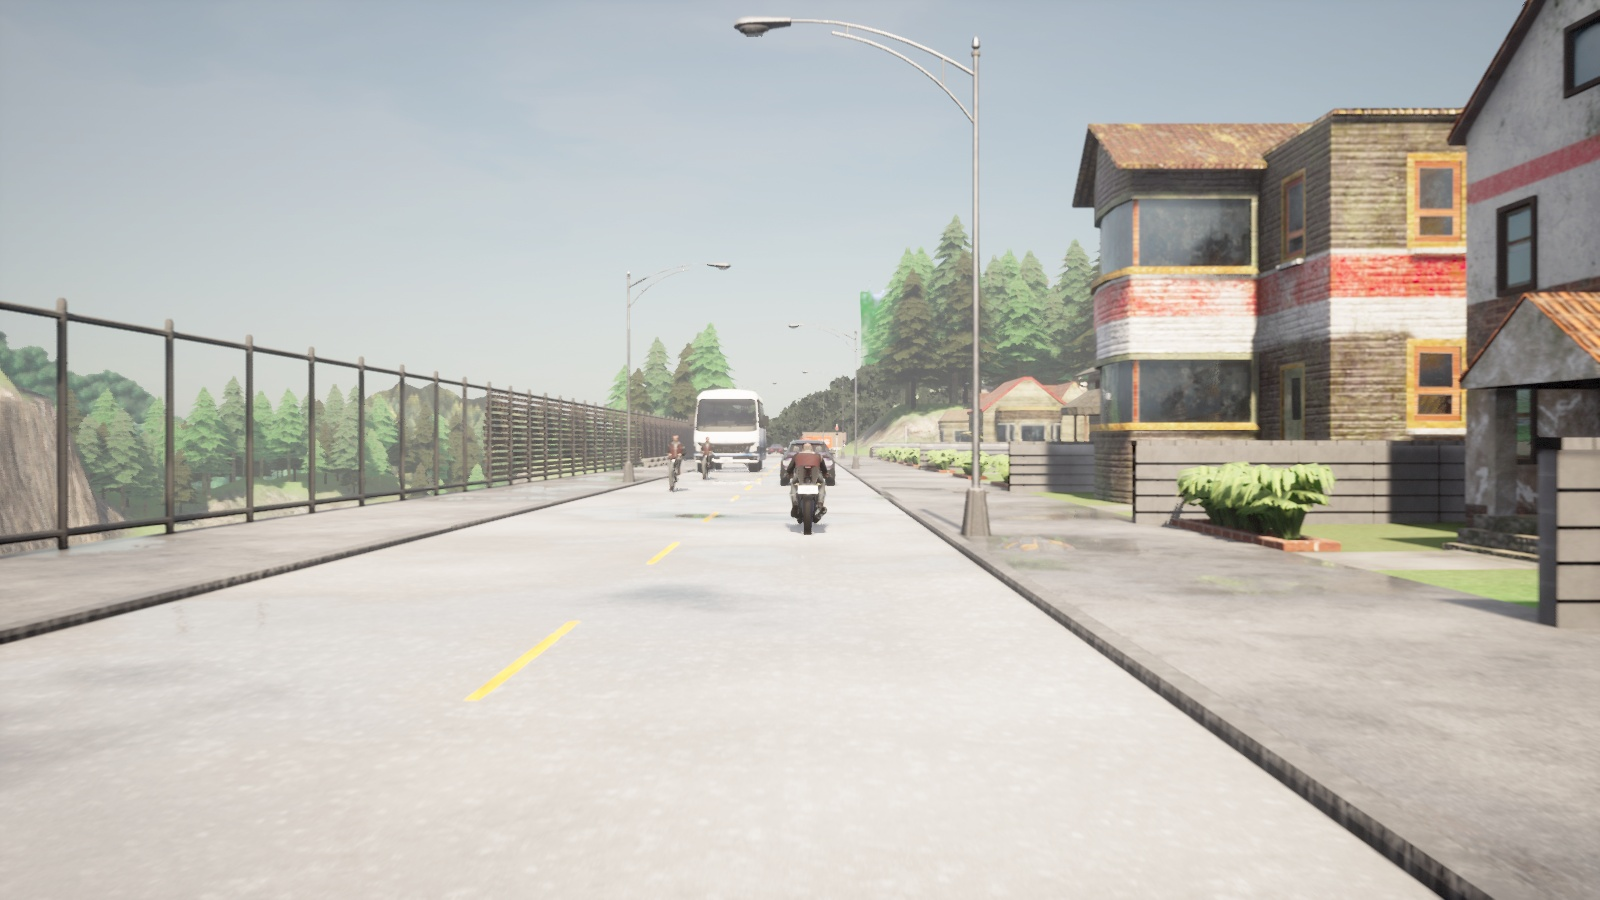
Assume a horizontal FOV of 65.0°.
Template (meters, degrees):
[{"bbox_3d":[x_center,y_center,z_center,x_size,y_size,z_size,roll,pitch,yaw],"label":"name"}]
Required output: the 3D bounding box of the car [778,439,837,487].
[{"bbox_3d":[0.276,0.420,45.509,2.033,1.649,4.856,0,0,0],"label":"car"}]

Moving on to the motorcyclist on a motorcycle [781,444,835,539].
[{"bbox_3d":[0.131,0.661,21.312,0.866,1.530,2.191,0,0,0],"label":"motorcyclist on a motorcycle"}]

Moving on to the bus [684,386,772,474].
[{"bbox_3d":[-3.600,-1.006,66.139,3.944,4.253,10.273,0,0,1],"label":"bus"}]
